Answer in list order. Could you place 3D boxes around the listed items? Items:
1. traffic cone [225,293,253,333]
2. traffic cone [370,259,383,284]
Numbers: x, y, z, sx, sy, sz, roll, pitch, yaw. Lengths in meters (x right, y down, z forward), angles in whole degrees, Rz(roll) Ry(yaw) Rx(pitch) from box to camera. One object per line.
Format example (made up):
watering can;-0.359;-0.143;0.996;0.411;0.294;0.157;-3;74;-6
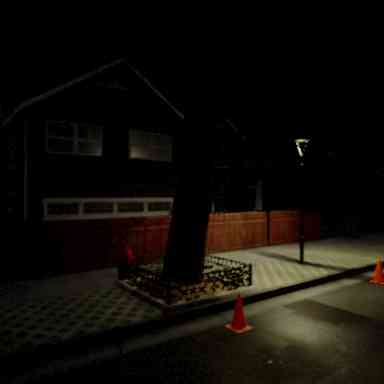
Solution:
traffic cone;0.796;1.994;5.607;0.340;0.580;0.340;0;0;-36
traffic cone;4.827;2.025;8.564;0.340;0.580;0.340;0;0;-36
